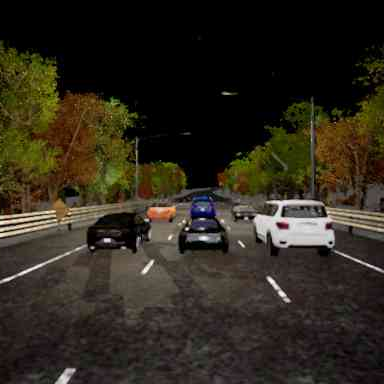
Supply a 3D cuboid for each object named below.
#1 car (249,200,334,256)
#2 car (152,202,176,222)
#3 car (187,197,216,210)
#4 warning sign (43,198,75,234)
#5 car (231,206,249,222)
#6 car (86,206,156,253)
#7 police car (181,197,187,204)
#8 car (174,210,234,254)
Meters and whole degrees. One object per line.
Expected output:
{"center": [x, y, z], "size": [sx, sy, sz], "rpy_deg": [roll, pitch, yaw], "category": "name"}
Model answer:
{"center": [3.978, 1.340, 13.887], "size": [2.150, 2.045, 5.566], "rpy_deg": [0, 0, 2], "category": "car"}
{"center": [-2.572, 1.625, 29.122], "size": [2.097, 1.767, 4.553], "rpy_deg": [0, -1, 2], "category": "car"}
{"center": [0.924, 1.485, 28.973], "size": [2.150, 2.045, 5.566], "rpy_deg": [0, 0, 2], "category": "car"}
{"center": [-7.415, 1.301, 18.578], "size": [1.300, 1.860, 1.060], "rpy_deg": [1, 1, 2], "category": "warning sign"}
{"center": [4.426, 1.863, 28.944], "size": [1.895, 1.301, 4.718], "rpy_deg": [0, 0, 2], "category": "car"}
{"center": [-3.002, 1.619, 14.549], "size": [1.882, 1.535, 5.008], "rpy_deg": [0, 0, 2], "category": "car"}
{"center": [-1.856, 2.251, 88.602], "size": [1.930, 1.638, 5.238], "rpy_deg": [0, -1, 2], "category": "police car"}
{"center": [0.492, 1.697, 14.263], "size": [1.994, 1.385, 4.181], "rpy_deg": [0, 0, 2], "category": "car"}
